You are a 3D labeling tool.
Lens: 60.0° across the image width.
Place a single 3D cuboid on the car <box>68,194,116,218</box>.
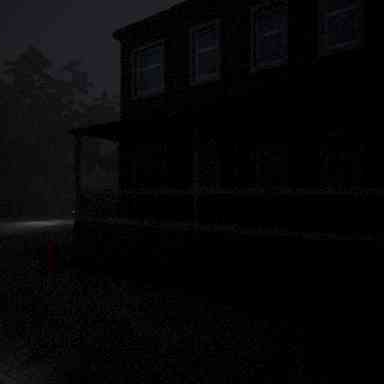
[{"bbox_3d":[-7.778,1.208,28.546,2.150,2.045,5.566,0,0,35],"label":"car"}]
